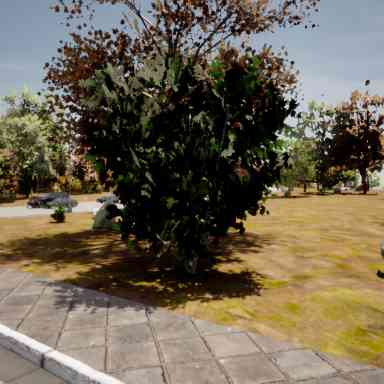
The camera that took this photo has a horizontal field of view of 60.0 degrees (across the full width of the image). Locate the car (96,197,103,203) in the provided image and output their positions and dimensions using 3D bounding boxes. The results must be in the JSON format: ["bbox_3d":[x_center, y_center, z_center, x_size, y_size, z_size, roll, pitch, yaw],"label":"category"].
[{"bbox_3d":[-12.858,0.971,54.024,2.033,1.411,5.357,0,3,39],"label":"car"}]

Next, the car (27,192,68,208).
[{"bbox_3d":[-19.565,1.060,45.758,2.150,2.045,5.566,0,2,39],"label":"car"}]

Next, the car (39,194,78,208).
[{"bbox_3d":[-17.022,1.400,43.329,1.994,1.385,4.181,0,2,39],"label":"car"}]
